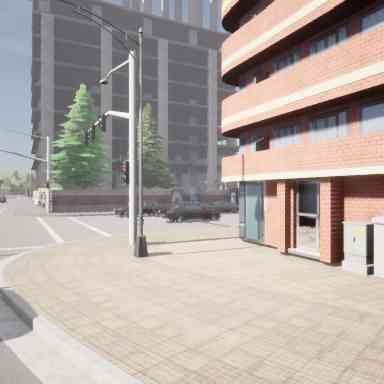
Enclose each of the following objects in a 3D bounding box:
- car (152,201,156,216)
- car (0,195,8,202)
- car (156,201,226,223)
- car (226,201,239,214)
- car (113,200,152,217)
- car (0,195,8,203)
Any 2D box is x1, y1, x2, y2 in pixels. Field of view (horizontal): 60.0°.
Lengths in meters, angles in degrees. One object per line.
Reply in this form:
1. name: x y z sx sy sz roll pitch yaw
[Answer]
1. car: -0.650 1.547 29.755 4.902 1.511 2.128 0 0 -27
2. car: -42.592 1.500 74.722 1.837 1.490 4.892 0 0 -27
3. car: -0.055 1.581 25.908 4.674 1.442 1.812 0 0 -27
4. car: 2.996 1.619 35.519 4.181 1.385 1.994 0 0 -28
5. car: -4.959 1.547 31.501 4.902 1.511 2.128 0 0 -27
6. car: -38.048 1.595 65.876 1.895 1.301 4.718 0 0 -27
